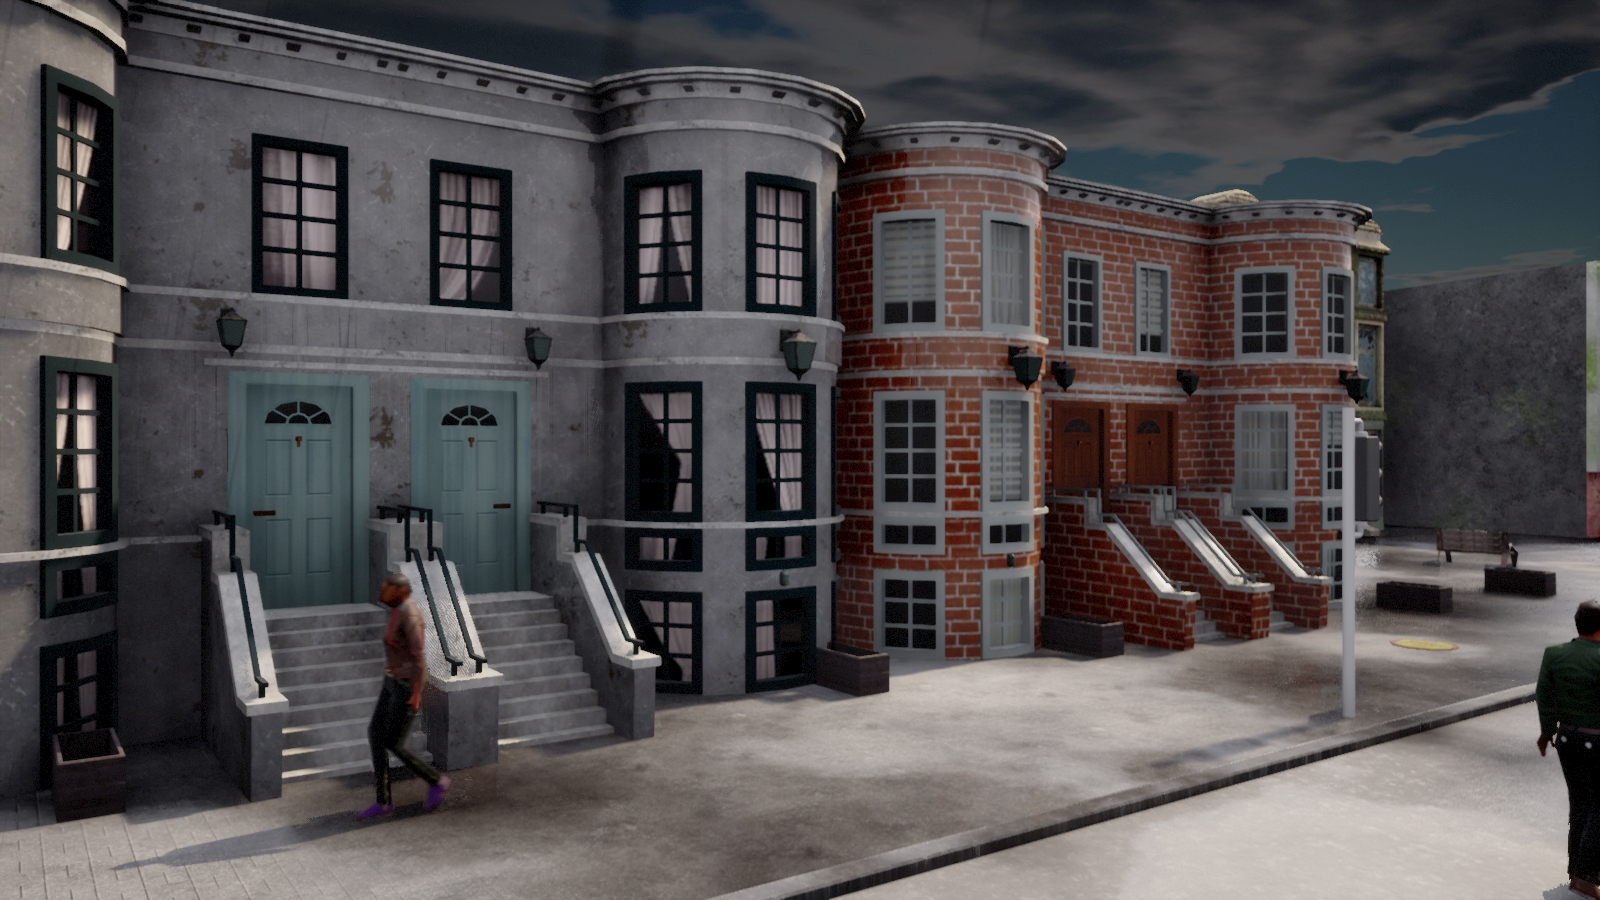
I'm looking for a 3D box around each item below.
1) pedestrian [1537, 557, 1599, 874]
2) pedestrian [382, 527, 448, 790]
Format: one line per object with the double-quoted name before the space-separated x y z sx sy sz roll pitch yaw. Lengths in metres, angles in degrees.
"pedestrian" 4.903 1.622 7.114 0.375 1.860 0.375 0 0 -21
"pedestrian" -2.862 1.522 8.490 0.375 1.860 0.375 0 0 -36
